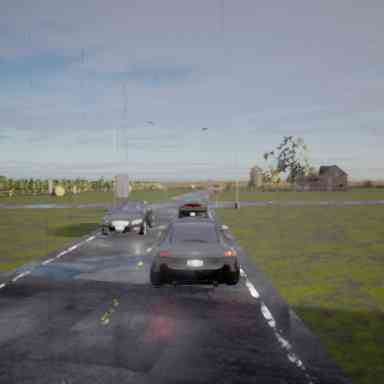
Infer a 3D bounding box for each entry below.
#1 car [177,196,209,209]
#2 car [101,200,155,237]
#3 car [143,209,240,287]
[{"bbox_3d":[0.068,1.028,22.271,1.837,1.490,4.892,0,1,1],"label":"car"},{"bbox_3d":[-2.909,1.150,15.926,2.128,1.511,4.902,0,1,0],"label":"car"},{"bbox_3d":[0.036,1.375,8.780,1.994,1.385,4.181,0,1,-1],"label":"car"}]
